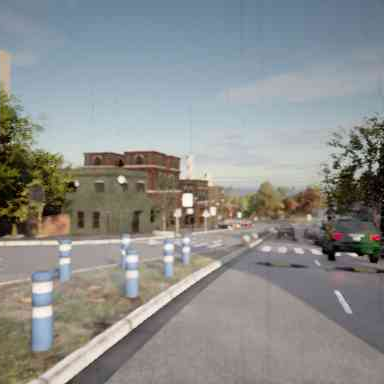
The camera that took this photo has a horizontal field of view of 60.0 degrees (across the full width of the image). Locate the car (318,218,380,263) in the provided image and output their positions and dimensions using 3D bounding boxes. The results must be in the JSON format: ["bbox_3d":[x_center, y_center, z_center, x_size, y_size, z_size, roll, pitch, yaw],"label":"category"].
[{"bbox_3d":[8.069,2.412,17.335,2.150,2.045,5.566,1,-5,17],"label":"car"}]

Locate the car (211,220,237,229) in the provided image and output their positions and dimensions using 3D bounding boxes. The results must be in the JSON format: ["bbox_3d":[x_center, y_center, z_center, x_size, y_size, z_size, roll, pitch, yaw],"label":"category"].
[{"bbox_3d":[6.735,7.406,74.118,4.892,1.521,2.231,2,-5,-4],"label":"car"}]

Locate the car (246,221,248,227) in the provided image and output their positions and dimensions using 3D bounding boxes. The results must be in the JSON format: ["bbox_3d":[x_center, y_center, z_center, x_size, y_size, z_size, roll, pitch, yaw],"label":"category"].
[{"bbox_3d":[12.668,9.312,94.522,4.892,1.521,2.231,2,-5,-4],"label":"car"}]

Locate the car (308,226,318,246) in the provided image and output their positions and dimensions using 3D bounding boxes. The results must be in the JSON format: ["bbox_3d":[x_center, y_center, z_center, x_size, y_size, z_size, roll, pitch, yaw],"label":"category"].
[{"bbox_3d":[11.006,3.640,27.427,2.128,1.511,4.902,1,-5,17],"label":"car"}]

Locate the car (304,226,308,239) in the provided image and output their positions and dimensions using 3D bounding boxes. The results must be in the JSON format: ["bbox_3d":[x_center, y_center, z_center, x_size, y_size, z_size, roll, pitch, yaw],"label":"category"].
[{"bbox_3d":[13.879,4.610,37.290,1.812,1.442,4.674,1,-5,16],"label":"car"}]

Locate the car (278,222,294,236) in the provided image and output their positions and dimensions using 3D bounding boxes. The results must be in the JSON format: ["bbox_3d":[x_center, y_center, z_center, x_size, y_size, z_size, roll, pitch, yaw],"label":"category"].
[{"bbox_3d":[13.616,5.323,47.898,2.097,1.767,4.553,1,-5,16],"label":"car"}]

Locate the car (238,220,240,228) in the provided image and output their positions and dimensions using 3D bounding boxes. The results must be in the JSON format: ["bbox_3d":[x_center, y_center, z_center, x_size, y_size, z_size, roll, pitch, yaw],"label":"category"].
[{"bbox_3d":[8.380,7.976,79.949,4.792,1.488,2.163,2,-5,-4],"label":"car"}]

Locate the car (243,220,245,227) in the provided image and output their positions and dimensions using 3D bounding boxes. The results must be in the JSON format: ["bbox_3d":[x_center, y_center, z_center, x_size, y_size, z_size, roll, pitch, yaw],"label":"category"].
[{"bbox_3d":[10.997,8.641,88.707,4.553,1.767,2.185,2,-5,-3],"label":"car"}]

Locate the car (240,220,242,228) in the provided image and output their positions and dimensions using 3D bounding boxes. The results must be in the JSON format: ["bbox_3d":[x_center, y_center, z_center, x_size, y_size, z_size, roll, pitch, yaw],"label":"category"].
[{"bbox_3d":[9.075,8.212,82.857,5.366,1.575,1.946,2,-5,-4],"label":"car"}]

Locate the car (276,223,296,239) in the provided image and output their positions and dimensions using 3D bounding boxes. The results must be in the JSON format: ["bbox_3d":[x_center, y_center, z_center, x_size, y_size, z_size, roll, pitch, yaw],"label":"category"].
[{"bbox_3d":[10.716,4.527,37.876,1.837,1.490,4.892,1,-5,17],"label":"car"}]
